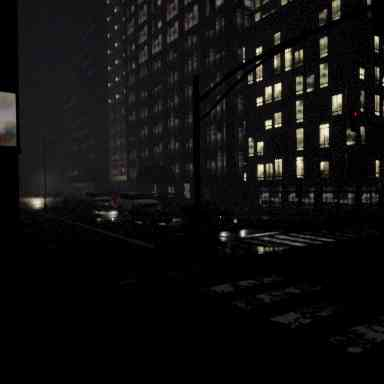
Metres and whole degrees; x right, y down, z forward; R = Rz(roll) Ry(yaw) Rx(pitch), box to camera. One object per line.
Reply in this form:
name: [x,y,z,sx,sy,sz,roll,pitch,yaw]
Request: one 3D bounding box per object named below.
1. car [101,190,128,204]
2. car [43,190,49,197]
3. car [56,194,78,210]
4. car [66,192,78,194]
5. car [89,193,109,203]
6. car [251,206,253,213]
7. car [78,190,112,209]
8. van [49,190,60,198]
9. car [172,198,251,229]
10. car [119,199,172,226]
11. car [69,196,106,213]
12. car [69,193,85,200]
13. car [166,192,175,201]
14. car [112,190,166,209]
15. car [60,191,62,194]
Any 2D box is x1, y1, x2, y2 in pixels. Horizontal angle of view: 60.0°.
car: [-12.021,0.733,51.035,2.150,2.045,5.566,-1,1,-35]
car: [-35.643,0.689,84.647,2.008,1.369,4.403,-1,1,-35]
car: [-13.741,1.289,38.040,2.008,1.369,4.403,-1,1,-35]
car: [-19.322,1.082,56.175,1.895,1.301,4.718,-1,1,-35]
car: [-15.943,0.919,56.800,1.882,1.535,5.008,-1,1,-35]
car: [3.080,1.278,28.311,1.752,1.417,4.829,-1,1,-35]
car: [-10.931,0.927,38.526,2.150,2.045,5.566,-1,1,-35]
van: [-32.445,0.531,79.997,1.690,1.788,3.998,-1,1,-35]
car: [1.089,1.382,21.042,2.128,1.511,4.902,-1,1,-35]
car: [-2.920,1.455,22.366,2.008,1.369,4.403,-1,1,-35]
car: [-10.541,1.354,33.392,1.947,1.339,4.313,-1,1,-35]
car: [-22.851,0.889,66.059,1.887,1.381,4.507,-1,1,-35]
car: [-3.663,0.963,38.173,2.192,1.841,5.009,-1,1,-35]
car: [-4.867,1.021,29.692,2.150,2.045,5.566,-1,1,-35]
car: [-26.049,0.733,70.705,1.967,1.590,4.097,-1,1,-35]
